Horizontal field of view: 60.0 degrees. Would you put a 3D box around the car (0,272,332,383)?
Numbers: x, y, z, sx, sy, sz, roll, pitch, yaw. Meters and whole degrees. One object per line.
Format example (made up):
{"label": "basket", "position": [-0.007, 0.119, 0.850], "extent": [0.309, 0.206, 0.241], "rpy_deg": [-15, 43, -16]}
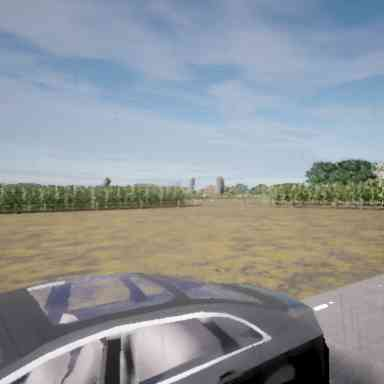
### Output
{"label": "car", "position": [-1.005, 1.489, 2.355], "extent": [4.902, 1.511, 2.128], "rpy_deg": [0, 0, -35]}
